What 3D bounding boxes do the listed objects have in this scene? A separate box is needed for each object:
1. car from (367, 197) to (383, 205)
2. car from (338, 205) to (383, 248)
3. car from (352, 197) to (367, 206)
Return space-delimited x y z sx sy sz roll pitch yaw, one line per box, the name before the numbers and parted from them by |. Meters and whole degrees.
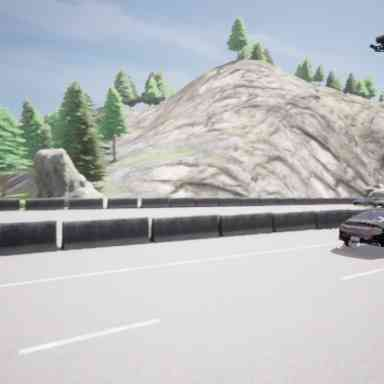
car | 27.680 1.498 47.070 5.357 1.411 2.033 1 1 -33
car | 7.795 1.465 13.042 4.902 1.511 2.128 1 1 -33
car | 26.014 1.453 50.158 4.181 1.385 1.994 0 1 -33
